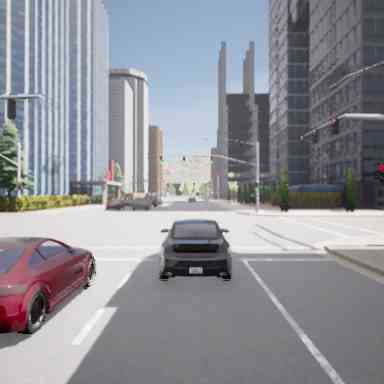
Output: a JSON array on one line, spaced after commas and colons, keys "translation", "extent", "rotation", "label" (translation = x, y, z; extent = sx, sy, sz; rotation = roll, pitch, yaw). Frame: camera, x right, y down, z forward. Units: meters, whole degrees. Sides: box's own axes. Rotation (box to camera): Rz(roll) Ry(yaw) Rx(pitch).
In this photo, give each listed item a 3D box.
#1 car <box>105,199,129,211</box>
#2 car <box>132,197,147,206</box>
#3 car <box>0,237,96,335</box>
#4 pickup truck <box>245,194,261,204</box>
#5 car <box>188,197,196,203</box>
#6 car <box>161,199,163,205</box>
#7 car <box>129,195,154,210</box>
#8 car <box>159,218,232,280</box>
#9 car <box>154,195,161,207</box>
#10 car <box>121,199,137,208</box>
[{"translation": [-10.558, 1.730, 46.090], "extent": [1.882, 1.535, 5.008], "rotation": [0, 0, 0], "label": "car"}, {"translation": [-10.463, 1.854, 66.235], "extent": [2.128, 1.511, 4.902], "rotation": [0, 0, 0], "label": "car"}, {"translation": [-3.416, 1.601, 6.780], "extent": [1.994, 1.385, 4.181], "rotation": [0, 0, 0], "label": "car"}, {"translation": [13.161, 1.441, 70.002], "extent": [2.390, 2.098, 6.274], "rotation": [0, 0, 31], "label": "pickup truck"}, {"translation": [0.048, 1.984, 84.229], "extent": [1.812, 1.442, 4.674], "rotation": [0, 0, 0], "label": "car"}, {"translation": [-6.962, 1.892, 67.084], "extent": [1.812, 1.442, 4.674], "rotation": [0, 0, 0], "label": "car"}, {"translation": [-7.057, 1.609, 46.897], "extent": [2.097, 1.767, 4.553], "rotation": [0, 0, 0], "label": "car"}, {"translation": [0.097, 1.561, 10.084], "extent": [1.837, 1.490, 4.892], "rotation": [0, 0, 0], "label": "car"}, {"translation": [-7.039, 1.532, 56.738], "extent": [2.150, 2.045, 5.566], "rotation": [0, 0, 1], "label": "car"}, {"translation": [-10.542, 1.871, 56.074], "extent": [1.994, 1.385, 4.181], "rotation": [0, 0, 0], "label": "car"}]
